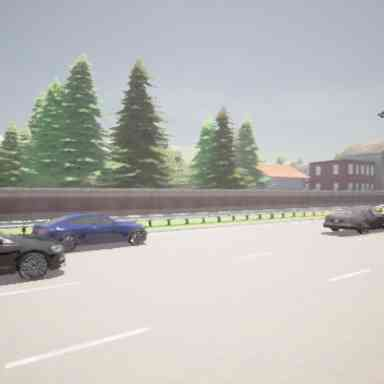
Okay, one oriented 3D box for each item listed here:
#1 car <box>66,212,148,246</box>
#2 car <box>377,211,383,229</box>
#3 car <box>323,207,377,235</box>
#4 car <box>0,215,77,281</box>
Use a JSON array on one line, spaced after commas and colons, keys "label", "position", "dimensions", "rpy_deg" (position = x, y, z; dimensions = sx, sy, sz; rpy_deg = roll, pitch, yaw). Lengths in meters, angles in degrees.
[{"label": "car", "position": [-4.075, 1.555, 13.737], "dimensions": [4.674, 1.442, 1.812], "rpy_deg": [0, 0, -35]}, {"label": "car", "position": [11.398, 1.535, 16.165], "dimensions": [4.902, 1.511, 2.128], "rpy_deg": [0, 0, -35]}, {"label": "car", "position": [9.819, 1.598, 19.338], "dimensions": [5.357, 1.411, 2.033], "rpy_deg": [0, 0, -35]}, {"label": "car", "position": [-5.718, 1.508, 8.267], "dimensions": [4.902, 1.511, 2.128], "rpy_deg": [0, 0, -35]}]
